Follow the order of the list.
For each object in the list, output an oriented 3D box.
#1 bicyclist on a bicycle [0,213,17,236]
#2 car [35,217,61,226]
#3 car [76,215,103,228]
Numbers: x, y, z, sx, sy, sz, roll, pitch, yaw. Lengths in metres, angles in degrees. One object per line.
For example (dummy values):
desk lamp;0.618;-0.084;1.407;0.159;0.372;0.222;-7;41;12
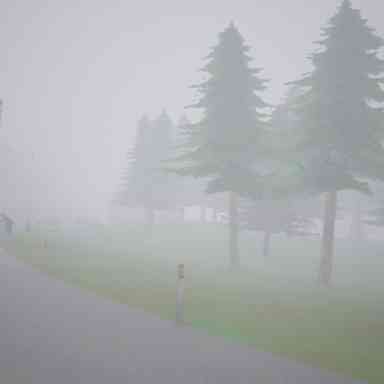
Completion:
bicyclist on a bicycle;-13.833;2.416;24.584;1.656;1.620;0.582;4;-4;-22
car;-21.576;4.463;50.094;1.994;1.385;4.181;3;-5;10
car;-18.724;5.404;60.973;2.150;2.045;5.566;2;-6;24
